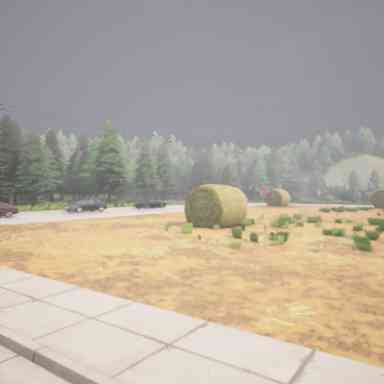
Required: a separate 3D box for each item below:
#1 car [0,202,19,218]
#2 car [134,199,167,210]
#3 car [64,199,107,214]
[{"bbox_3d":[-17.524,1.579,28.791,1.812,1.442,4.674,0,0,37],"label":"car"},{"bbox_3d":[-5.595,1.653,44.880,1.895,1.301,4.718,0,0,37],"label":"car"},{"bbox_3d":[-11.653,1.544,36.719,2.128,1.511,4.902,0,0,37],"label":"car"}]
